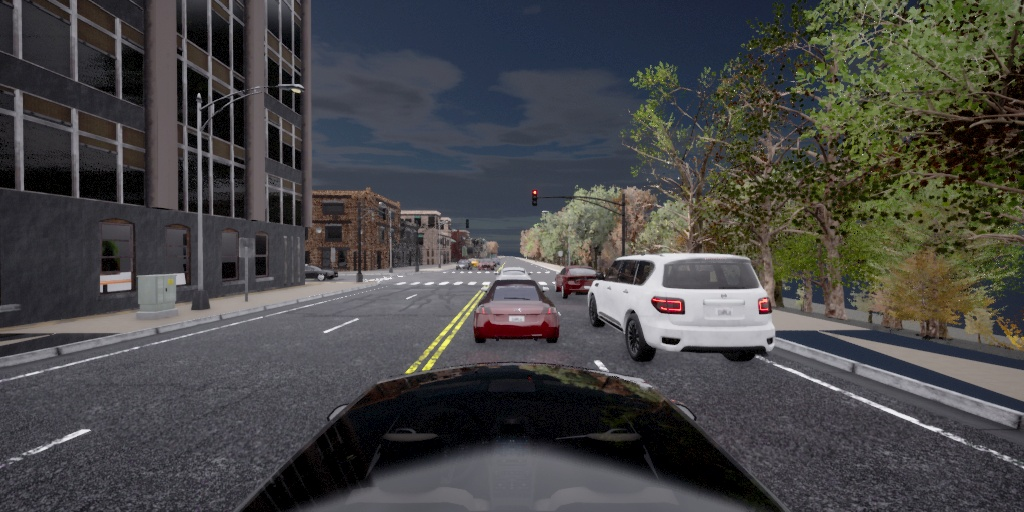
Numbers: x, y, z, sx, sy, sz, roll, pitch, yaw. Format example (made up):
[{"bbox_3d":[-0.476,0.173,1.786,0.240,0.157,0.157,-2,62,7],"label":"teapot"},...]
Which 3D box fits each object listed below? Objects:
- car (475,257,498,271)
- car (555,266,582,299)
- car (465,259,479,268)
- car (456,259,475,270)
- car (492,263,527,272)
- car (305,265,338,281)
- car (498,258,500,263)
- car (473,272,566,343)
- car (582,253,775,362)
[{"bbox_3d":[-3.471,1.094,49.424,2.097,1.767,4.553,0,0,0],"label":"car"},{"bbox_3d":[3.316,1.224,18.193,1.882,1.535,5.008,0,0,1],"label":"car"},{"bbox_3d":[-6.765,1.219,60.860,1.882,1.535,5.008,0,0,0],"label":"car"},{"bbox_3d":[-6.717,1.234,50.721,2.128,1.511,4.902,0,0,1],"label":"car"},{"bbox_3d":[0.060,1.273,18.418,1.812,1.442,4.674,0,0,-2],"label":"car"},{"bbox_3d":[-18.563,1.529,32.875,4.892,1.490,1.837,-1,1,-2],"label":"car"},{"bbox_3d":[-3.518,1.342,61.244,1.895,1.301,4.718,0,0,0],"label":"car"},{"bbox_3d":[0.084,1.312,9.674,1.994,1.385,4.181,0,0,0],"label":"car"},{"bbox_3d":[3.341,0.970,8.359,2.150,2.045,5.566,0,0,0],"label":"car"}]
